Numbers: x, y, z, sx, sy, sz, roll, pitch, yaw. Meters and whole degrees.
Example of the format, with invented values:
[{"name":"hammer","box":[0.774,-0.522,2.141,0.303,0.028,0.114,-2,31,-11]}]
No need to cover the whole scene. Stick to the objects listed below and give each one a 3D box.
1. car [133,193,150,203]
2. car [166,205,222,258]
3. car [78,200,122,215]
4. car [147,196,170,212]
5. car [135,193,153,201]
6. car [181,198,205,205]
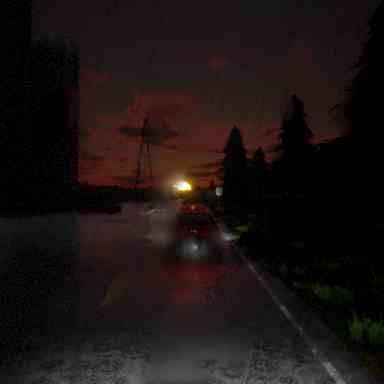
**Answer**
[{"name":"car","box":[-9.536,1.350,65.827,3.988,1.617,1.851,0,0,-1]},{"name":"car","box":[0.078,1.479,12.711,1.837,1.490,4.892,0,0,0]},{"name":"car","box":[-9.054,1.484,32.819,4.181,1.381,1.994,0,0,-1]},{"name":"car","box":[-3.591,1.486,38.087,1.994,1.385,4.181,0,0,0]},{"name":"car","box":[-11.890,1.190,82.673,3.866,1.878,1.905,0,0,-31]},{"name":"car","box":[0.082,1.292,29.519,2.097,1.767,4.553,0,0,0]}]
